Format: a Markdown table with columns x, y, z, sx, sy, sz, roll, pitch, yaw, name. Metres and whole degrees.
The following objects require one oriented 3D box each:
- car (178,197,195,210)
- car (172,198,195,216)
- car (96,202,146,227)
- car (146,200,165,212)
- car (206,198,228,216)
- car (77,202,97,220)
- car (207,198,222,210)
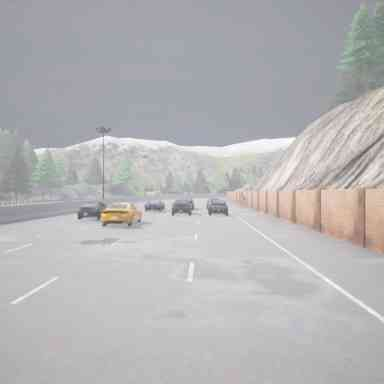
| x | y | z | sx | sy | sz | roll | pitch | yaw | name |
| --- | --- | --- | --- | --- | --- | --- | --- | --- | --- |
| -0.659 | 1.477 | 43.474 | 1.882 | 1.535 | 5.008 | 0 | 0 | 2 | car |
| -0.970 | 1.505 | 33.034 | 1.837 | 1.490 | 4.892 | 0 | 0 | 1 | car |
| -4.769 | 1.478 | 23.062 | 1.882 | 1.535 | 5.008 | 0 | 0 | 2 | car |
| -4.285 | 1.601 | 39.220 | 1.895 | 1.301 | 4.718 | 0 | 0 | 2 | car |
| 2.524 | 1.491 | 32.784 | 2.128 | 1.511 | 4.902 | 0 | 0 | 2 | car |
| -8.124 | 1.525 | 27.937 | 1.812 | 1.442 | 4.674 | 0 | 0 | 2 | car |
| 2.834 | 1.525 | 43.227 | 1.812 | 1.442 | 4.674 | 0 | 0 | 2 | car |
